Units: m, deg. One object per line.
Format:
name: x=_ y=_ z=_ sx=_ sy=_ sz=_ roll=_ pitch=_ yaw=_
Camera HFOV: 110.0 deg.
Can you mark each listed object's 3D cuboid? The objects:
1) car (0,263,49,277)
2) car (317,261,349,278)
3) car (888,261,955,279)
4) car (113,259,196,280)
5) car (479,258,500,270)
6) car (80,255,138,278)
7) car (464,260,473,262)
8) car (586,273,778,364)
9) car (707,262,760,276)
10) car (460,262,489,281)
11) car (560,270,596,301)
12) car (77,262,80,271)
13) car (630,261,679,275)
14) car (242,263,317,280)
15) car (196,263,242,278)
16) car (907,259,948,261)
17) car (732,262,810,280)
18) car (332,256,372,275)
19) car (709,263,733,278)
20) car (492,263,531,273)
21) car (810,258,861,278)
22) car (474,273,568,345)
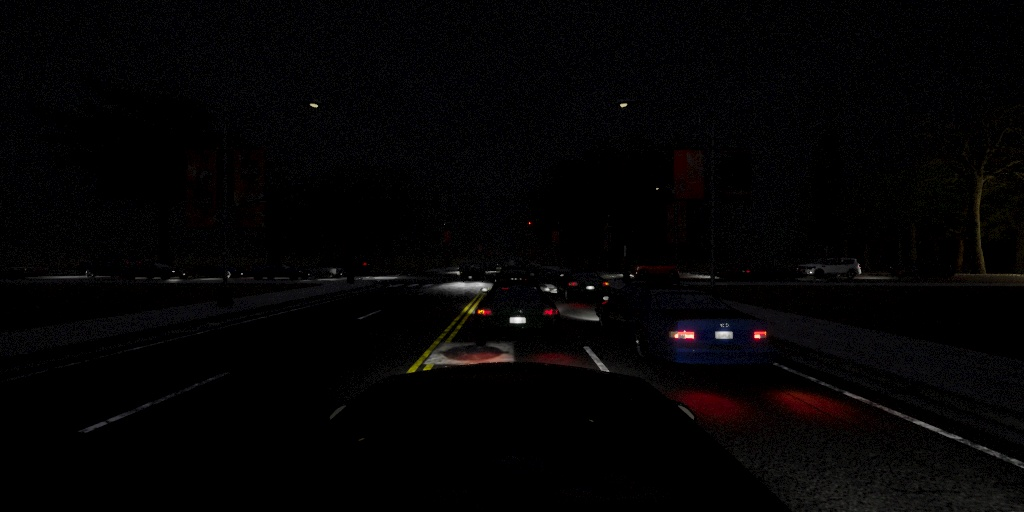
car: x=-46.028 y=1.277 z=33.056 sx=4.718 sy=1.301 sz=1.895 roll=0 pitch=0 yaw=0
car: x=-18.075 y=1.365 z=33.286 sx=4.718 sy=1.301 sz=1.895 roll=0 pitch=0 yaw=-1
car: x=42.660 y=1.567 z=37.146 sx=4.902 sy=1.511 sz=2.128 roll=0 pitch=0 yaw=0
car: x=-29.711 y=1.243 z=29.927 sx=4.674 sy=1.442 sz=1.812 roll=0 pitch=0 yaw=-1
car: x=-3.323 y=1.463 z=53.122 sx=2.033 sy=1.411 sz=5.357 roll=0 pitch=0 yaw=0
car: x=-36.177 y=1.054 z=33.123 sx=4.553 sy=1.767 sz=2.097 roll=0 pitch=0 yaw=0
car: x=-6.572 y=1.407 z=53.110 sx=2.128 sy=1.511 sz=4.902 roll=0 pitch=0 yaw=0
car: x=3.354 y=1.302 z=8.195 sx=2.033 sy=1.411 sz=5.357 roll=0 pitch=0 yaw=0
car: x=24.806 y=1.474 z=40.287 sx=4.892 sy=1.490 sz=1.837 roll=0 pitch=0 yaw=-1
car: x=-3.333 y=1.412 z=30.922 sx=1.895 sy=1.301 sz=4.718 roll=0 pitch=0 yaw=0
car: x=3.358 y=1.339 z=17.438 sx=1.994 sy=1.385 sz=4.181 roll=0 pitch=0 yaw=0
car: x=-44.525 y=0.914 z=39.734 sx=5.566 sy=2.045 sz=2.150 roll=0 pitch=0 yaw=0
car: x=14.601 y=1.265 z=36.946 sx=4.553 sy=1.767 sz=2.097 roll=0 pitch=0 yaw=-1
car: x=-19.388 y=1.280 z=30.033 sx=4.674 sy=1.442 sz=1.812 roll=0 pitch=0 yaw=-2
car: x=-27.216 y=1.332 z=33.201 sx=4.718 sy=1.301 sz=1.895 roll=0 pitch=0 yaw=-1
car: x=45.927 y=1.327 z=40.394 sx=5.566 sy=2.045 sz=2.150 roll=0 pitch=0 yaw=0
car: x=24.185 y=1.503 z=33.587 sx=5.357 sy=1.411 sz=2.033 roll=0 pitch=0 yaw=0
car: x=-18.490 y=0.995 z=39.716 sx=5.566 sy=2.045 sz=2.150 roll=0 pitch=0 yaw=2
car: x=23.235 y=1.520 z=37.040 sx=4.181 sy=1.385 sz=1.994 roll=0 pitch=0 yaw=-2
car: x=0.099 y=1.283 z=18.449 sx=1.837 sy=1.490 sz=4.892 roll=0 pitch=0 yaw=0
car: x=32.677 y=1.230 z=37.096 sx=5.566 sy=2.045 sz=2.150 roll=0 pitch=0 yaw=0
car: x=0.107 y=1.320 z=9.544 sx=1.994 sy=1.385 sz=4.181 roll=0 pitch=0 yaw=0
